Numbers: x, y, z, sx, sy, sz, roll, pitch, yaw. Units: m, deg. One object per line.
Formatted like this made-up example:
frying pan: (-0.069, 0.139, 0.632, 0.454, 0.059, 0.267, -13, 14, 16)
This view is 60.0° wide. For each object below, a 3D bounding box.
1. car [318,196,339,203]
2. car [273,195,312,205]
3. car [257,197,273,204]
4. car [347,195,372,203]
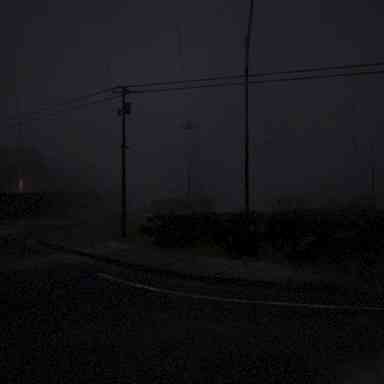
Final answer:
car: (28.527, 1.641, 69.481, 4.193, 1.474, 1.816, 0, 0, 4)
car: (14.298, 1.410, 46.703, 4.605, 1.855, 1.932, 0, 0, 4)
car: (15.611, 1.674, 69.144, 3.905, 1.438, 1.784, 0, 0, 4)
car: (28.199, 1.415, 55.991, 3.866, 1.878, 1.905, 0, 0, 4)
